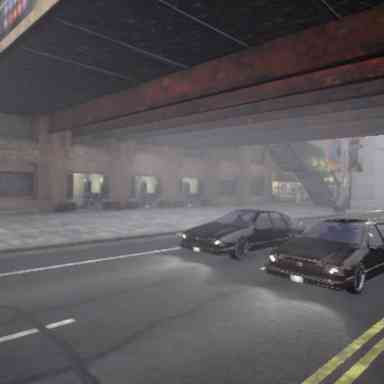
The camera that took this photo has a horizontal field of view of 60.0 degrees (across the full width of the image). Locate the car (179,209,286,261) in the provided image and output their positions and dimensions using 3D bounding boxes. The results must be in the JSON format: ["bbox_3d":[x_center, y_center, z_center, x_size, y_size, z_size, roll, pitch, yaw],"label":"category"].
[{"bbox_3d":[2.076,1.320,11.666,5.357,1.411,2.033,0,2,-43],"label":"car"}]

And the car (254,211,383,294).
[{"bbox_3d":[4.146,1.443,8.805,5.357,1.411,2.033,0,2,-44],"label":"car"}]
